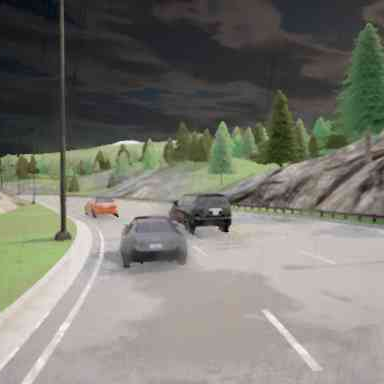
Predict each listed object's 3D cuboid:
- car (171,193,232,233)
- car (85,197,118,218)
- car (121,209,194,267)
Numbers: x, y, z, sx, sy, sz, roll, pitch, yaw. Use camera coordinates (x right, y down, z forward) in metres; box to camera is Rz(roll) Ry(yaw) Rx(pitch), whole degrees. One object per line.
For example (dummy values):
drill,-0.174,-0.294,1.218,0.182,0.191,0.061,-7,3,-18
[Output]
car,0.326,1.091,18.579,2.150,2.045,5.566,0,0,-18
car,-7.865,1.204,28.624,2.097,1.767,4.553,-1,0,-27
car,-1.396,1.494,11.378,1.994,1.385,4.181,0,0,-11
